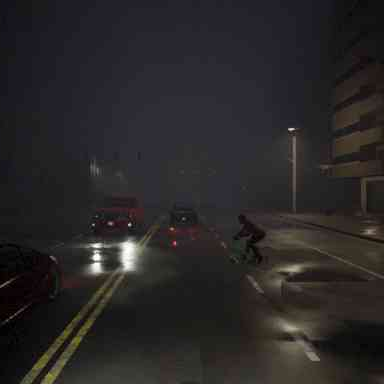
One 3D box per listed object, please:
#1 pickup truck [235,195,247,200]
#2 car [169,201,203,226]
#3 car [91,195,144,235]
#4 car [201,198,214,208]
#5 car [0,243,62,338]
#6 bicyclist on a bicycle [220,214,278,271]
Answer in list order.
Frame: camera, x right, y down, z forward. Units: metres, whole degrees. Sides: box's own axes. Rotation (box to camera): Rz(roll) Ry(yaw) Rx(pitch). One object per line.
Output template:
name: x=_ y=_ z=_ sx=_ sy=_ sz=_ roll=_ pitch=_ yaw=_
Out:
pickup truck: x=13.861 y=1.058 z=90.876 sx=2.390 sy=2.098 sz=6.274 roll=0 pitch=0 yaw=29
car: x=-0.593 y=1.492 z=23.653 sx=2.128 sy=1.511 sz=4.902 roll=0 pitch=0 yaw=-2
car: x=-4.128 y=1.222 z=19.359 sx=2.150 sy=2.045 sz=5.566 roll=0 pitch=0 yaw=-1
car: x=2.151 y=1.547 z=48.476 sx=2.033 sy=1.411 sz=5.357 roll=0 pitch=0 yaw=-3
car: x=-3.729 y=1.563 z=5.417 sx=1.994 sy=1.385 sz=4.181 roll=0 pitch=0 yaw=-2
bicyclist on a bicycle: x=1.599 y=1.455 z=9.436 sx=1.656 sy=1.620 sz=0.582 roll=-2 pitch=0 yaw=-2
